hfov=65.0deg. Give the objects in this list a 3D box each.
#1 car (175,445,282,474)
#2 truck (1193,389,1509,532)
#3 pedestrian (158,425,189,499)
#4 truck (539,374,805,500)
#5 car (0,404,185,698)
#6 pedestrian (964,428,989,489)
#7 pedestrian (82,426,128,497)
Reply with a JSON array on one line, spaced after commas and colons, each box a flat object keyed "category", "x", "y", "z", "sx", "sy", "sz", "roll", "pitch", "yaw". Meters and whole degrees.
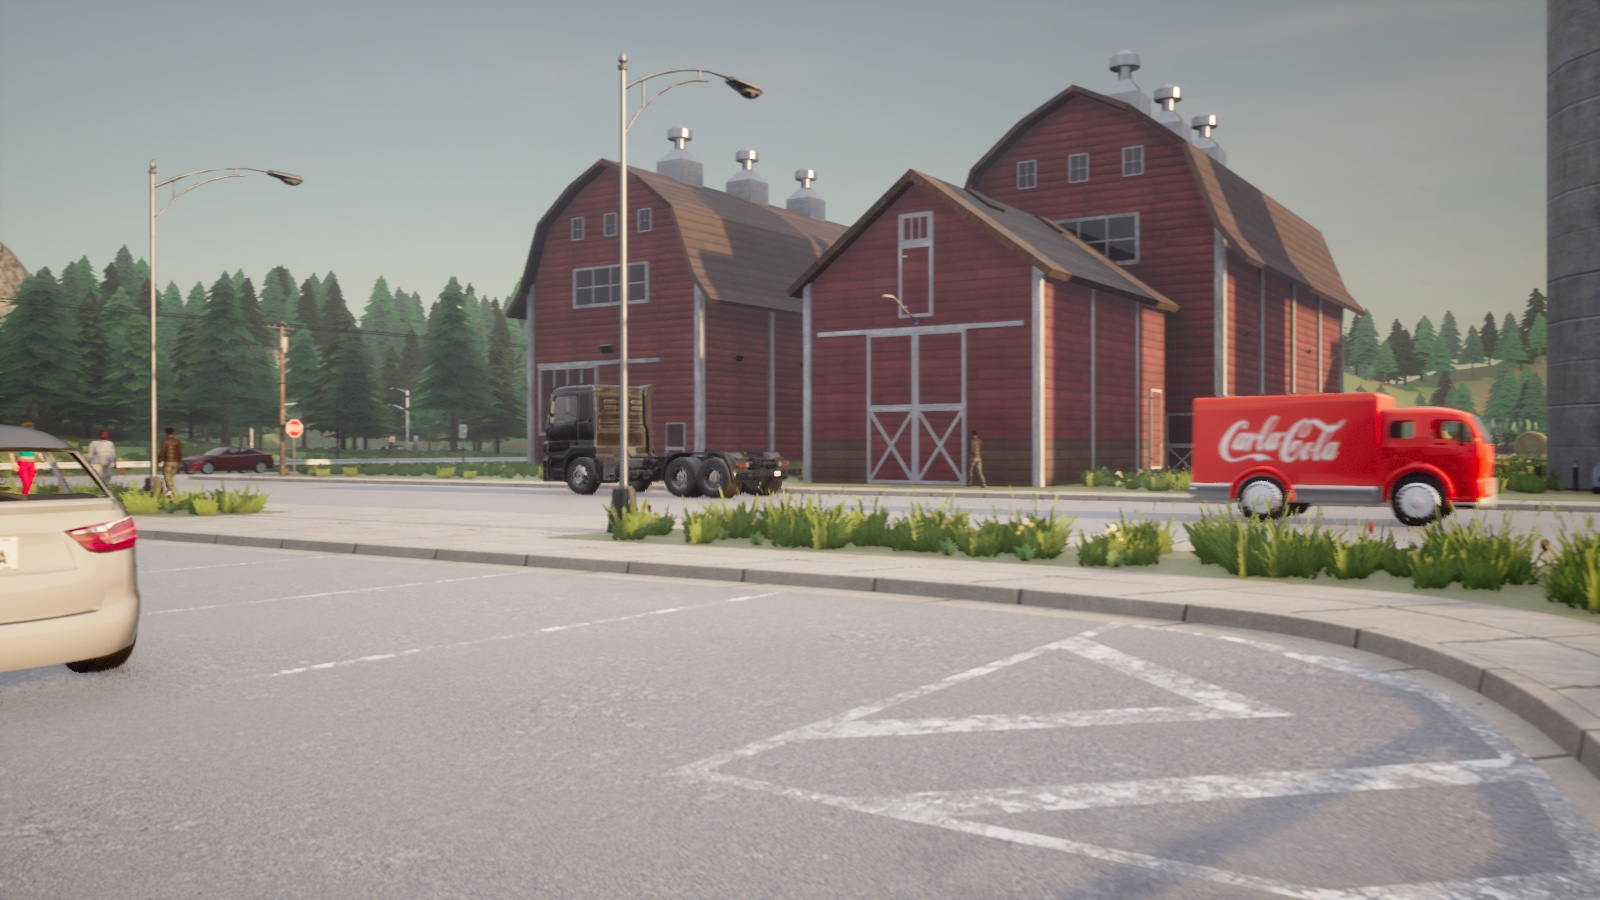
[{"category": "car", "x": -30.951, "y": 0.491, "z": 68.158, "sx": 1.882, "sy": 1.535, "sz": 5.008, "roll": 0, "pitch": 0, "yaw": 34}, {"category": "truck", "x": 10.574, "y": 0.173, "z": 24.175, "sx": 5.204, "sy": 2.467, "sz": 2.627, "roll": 0, "pitch": 0, "yaw": 33}, {"category": "pedestrian", "x": -15.814, "y": 0.294, "z": 31.702, "sx": 0.703, "sy": 1.840, "sz": 0.431, "roll": 0, "pitch": 0, "yaw": 38}, {"category": "truck", "x": -3.951, "y": -0.367, "z": 37.849, "sx": 7.936, "sy": 3.462, "sz": 2.891, "roll": 0, "pitch": 0, "yaw": 33}, {"category": "car", "x": -6.438, "y": 0.564, "z": 8.428, "sx": 4.611, "sy": 1.667, "sz": 2.242, "roll": 0, "pitch": 0, "yaw": 36}, {"category": "pedestrian", "x": 5.462, "y": 0.258, "z": 38.859, "sx": 0.431, "sy": 1.840, "sz": 0.703, "roll": 0, "pitch": 0, "yaw": -33}, {"category": "pedestrian", "x": -18.417, "y": 0.289, "z": 33.274, "sx": 0.874, "sy": 1.855, "sz": 0.900, "roll": 0, "pitch": 0, "yaw": -44}]
